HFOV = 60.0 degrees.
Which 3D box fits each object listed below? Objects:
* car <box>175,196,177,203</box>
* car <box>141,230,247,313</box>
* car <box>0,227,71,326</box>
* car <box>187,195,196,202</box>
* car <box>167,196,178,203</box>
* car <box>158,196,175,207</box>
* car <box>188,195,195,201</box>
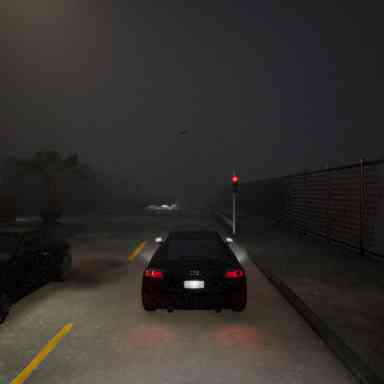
[{"bbox_3d":[-4.179,1.491,61.045,2.128,1.511,4.902,0,0,0],"label":"car"},{"bbox_3d":[0.049,1.564,7.746,1.994,1.385,4.181,0,0,0],"label":"car"},{"bbox_3d":[-4.069,1.526,7.042,1.812,1.442,4.674,0,0,0],"label":"car"},{"bbox_3d":[-0.141,1.524,75.476,1.812,1.442,4.674,0,0,0],"label":"car"},{"bbox_3d":[-4.134,1.540,71.354,2.033,1.411,5.357,0,0,0],"label":"car"},{"bbox_3d":[-4.189,1.478,51.780,1.882,1.535,5.008,0,0,0],"label":"car"},{"bbox_3d":[-0.162,1.524,85.717,1.812,1.442,4.674,0,0,0],"label":"car"}]
